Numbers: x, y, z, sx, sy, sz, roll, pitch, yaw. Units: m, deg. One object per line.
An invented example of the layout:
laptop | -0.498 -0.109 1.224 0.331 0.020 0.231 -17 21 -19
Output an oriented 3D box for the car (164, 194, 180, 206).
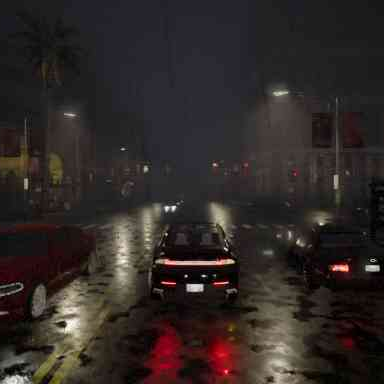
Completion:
car | -3.559 1.492 55.440 2.128 1.511 4.902 0 0 0

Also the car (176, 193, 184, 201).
car | -3.465 1.540 71.858 2.033 1.411 5.357 0 0 0

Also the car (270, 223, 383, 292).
car | 3.567 1.547 9.047 2.033 1.411 5.357 0 0 0

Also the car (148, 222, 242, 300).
car | 0.063 1.492 8.347 2.128 1.511 4.902 0 0 0

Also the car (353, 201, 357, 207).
car | 26.061 1.477 48.209 5.008 1.535 1.882 0 0 0

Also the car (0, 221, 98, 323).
car | -3.596 1.477 7.423 1.882 1.535 5.008 0 0 0

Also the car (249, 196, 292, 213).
car | 8.745 1.352 37.057 4.553 1.767 2.097 0 0 17

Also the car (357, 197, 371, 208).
car | 25.441 1.505 44.699 4.892 1.490 1.837 0 0 0
